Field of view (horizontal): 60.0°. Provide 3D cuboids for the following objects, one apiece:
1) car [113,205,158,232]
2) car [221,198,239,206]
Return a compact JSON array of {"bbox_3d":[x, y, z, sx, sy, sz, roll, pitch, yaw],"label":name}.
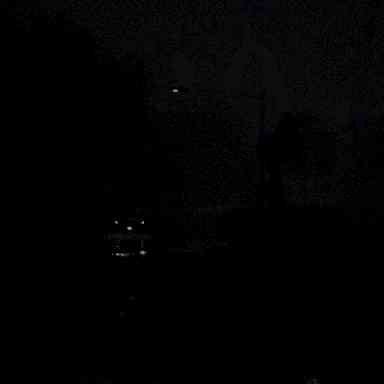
[{"bbox_3d":[-3.177,1.478,19.820,2.033,1.411,5.357,1,0,1],"label":"car"},{"bbox_3d":[6.801,1.712,58.580,1.882,1.535,5.008,-1,-1,28],"label":"car"}]
